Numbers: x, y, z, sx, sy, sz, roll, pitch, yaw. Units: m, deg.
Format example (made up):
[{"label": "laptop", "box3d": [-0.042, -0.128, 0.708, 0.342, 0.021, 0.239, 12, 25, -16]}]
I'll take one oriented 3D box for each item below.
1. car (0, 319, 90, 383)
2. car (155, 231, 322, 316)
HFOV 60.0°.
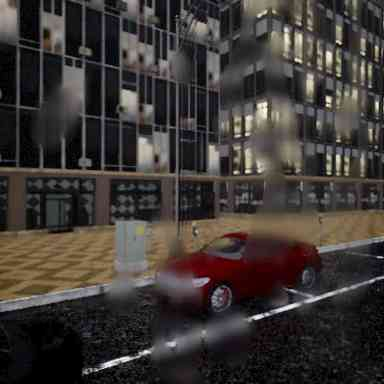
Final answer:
[{"label": "car", "box3d": [-2.877, 1.510, 1.329, 4.892, 1.490, 1.837, 0, 0, -35]}, {"label": "car", "box3d": [1.200, 1.565, 7.411, 4.206, 1.307, 1.802, 0, 0, -35]}]
